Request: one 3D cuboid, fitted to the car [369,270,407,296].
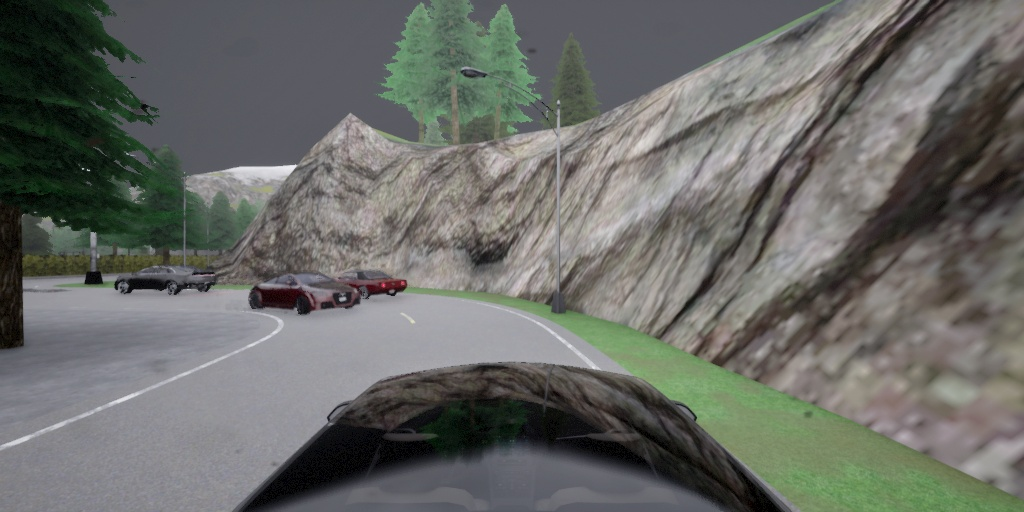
[{"bbox_3d":[-7.528,1.346,17.538,4.718,1.301,1.895,0,0,26],"label":"car"}]

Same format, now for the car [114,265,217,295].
[{"bbox_3d":[-18.678,1.237,19.382,4.902,1.511,2.128,0,0,7],"label":"car"}]

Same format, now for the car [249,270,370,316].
[{"bbox_3d":[-7.665,1.311,13.284,4.181,1.385,1.994,0,0,25],"label":"car"}]
